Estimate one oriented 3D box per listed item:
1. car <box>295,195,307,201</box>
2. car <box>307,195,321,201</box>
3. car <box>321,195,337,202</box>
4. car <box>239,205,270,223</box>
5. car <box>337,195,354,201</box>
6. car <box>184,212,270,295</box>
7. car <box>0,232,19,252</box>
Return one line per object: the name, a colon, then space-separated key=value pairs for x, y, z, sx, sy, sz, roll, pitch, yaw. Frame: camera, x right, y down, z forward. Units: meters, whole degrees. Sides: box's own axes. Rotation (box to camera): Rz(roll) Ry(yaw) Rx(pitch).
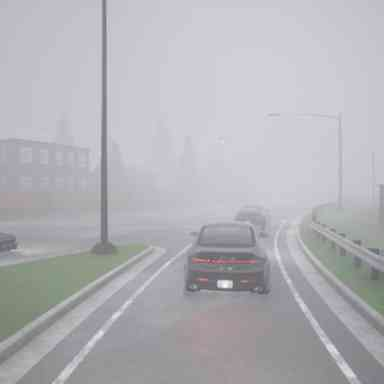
car: x=28.121 y=1.602 z=85.730 sx=1.882 sy=1.535 sz=5.008 roll=0 pitch=0 yaw=33
car: x=31.269 y=1.478 z=84.153 sx=2.097 sy=1.767 sz=4.553 roll=0 pitch=0 yaw=33
car: x=33.997 y=1.597 z=81.926 sx=1.882 sy=1.535 sz=5.008 roll=0 pitch=0 yaw=33
car: x=3.999 y=1.557 z=21.655 sx=1.812 sy=1.442 sz=4.674 roll=0 pitch=0 yaw=18
car: x=37.145 y=1.473 z=80.348 sx=2.097 sy=1.767 sz=4.553 roll=0 pitch=0 yaw=33
car: x=0.964 y=1.519 z=8.813 sx=1.837 sy=1.490 sz=4.892 roll=0 pitch=0 yaw=8
car: x=-8.271 y=1.561 z=10.047 sx=2.033 sy=1.411 sz=5.357 roll=0 pitch=0 yaw=33
